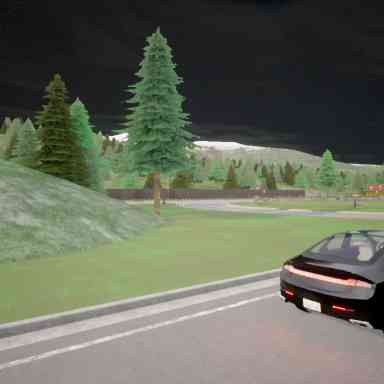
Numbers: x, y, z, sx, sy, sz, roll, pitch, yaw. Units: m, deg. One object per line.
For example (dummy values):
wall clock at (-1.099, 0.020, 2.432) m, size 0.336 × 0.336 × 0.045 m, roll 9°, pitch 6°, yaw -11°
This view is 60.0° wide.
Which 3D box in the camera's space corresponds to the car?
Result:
car at (3.780, 1.492, 6.424) m, size 4.902 × 1.511 × 2.128 m, roll 0°, pitch 0°, yaw -35°
